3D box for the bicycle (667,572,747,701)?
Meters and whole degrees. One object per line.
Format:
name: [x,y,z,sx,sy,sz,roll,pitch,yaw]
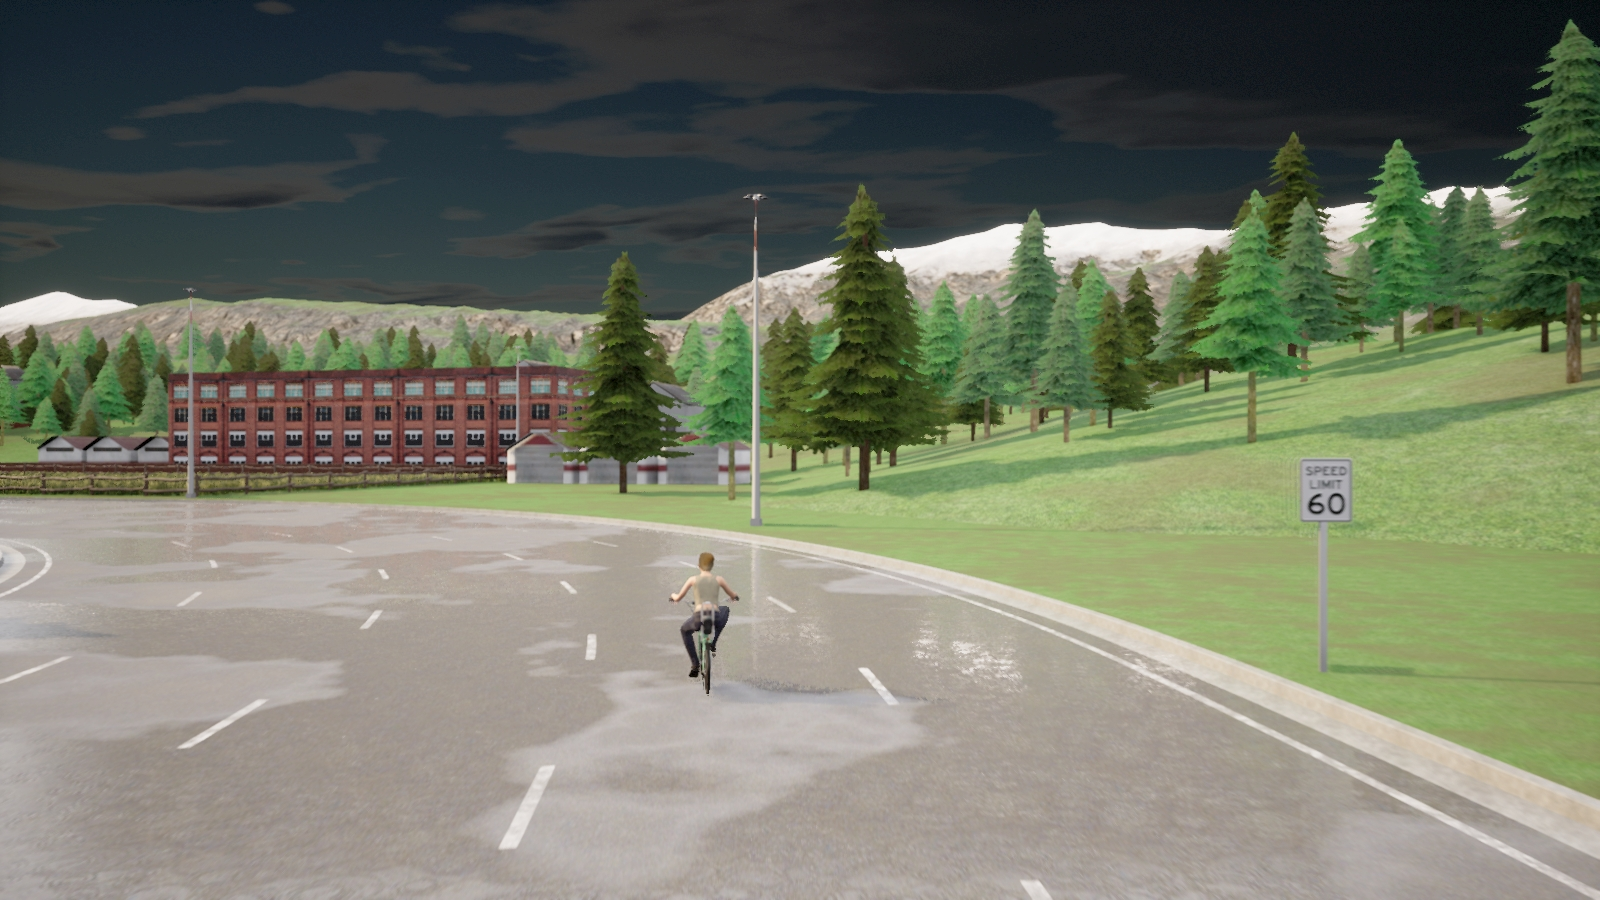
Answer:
bicycle: [-1.121,2.163,13.536,0.859,1.276,1.487,0,0,-8]
